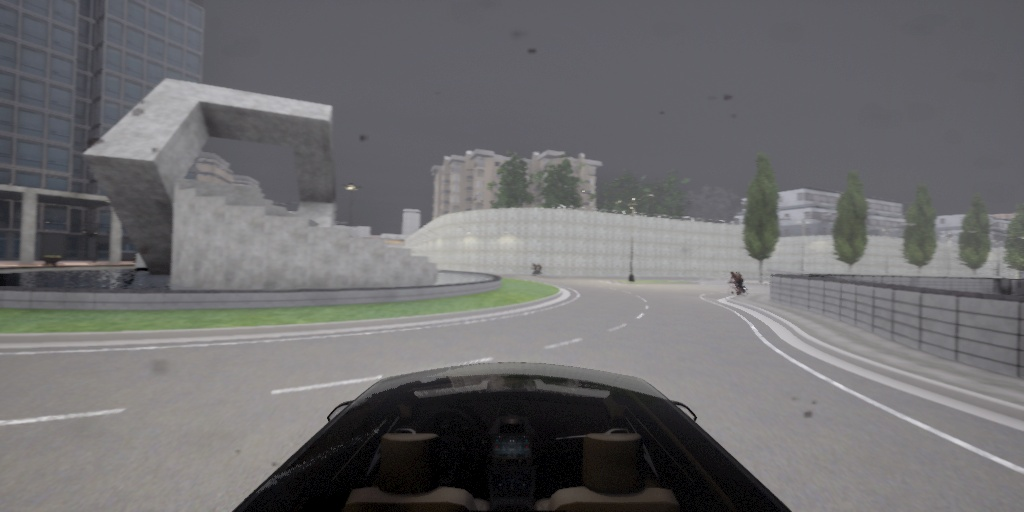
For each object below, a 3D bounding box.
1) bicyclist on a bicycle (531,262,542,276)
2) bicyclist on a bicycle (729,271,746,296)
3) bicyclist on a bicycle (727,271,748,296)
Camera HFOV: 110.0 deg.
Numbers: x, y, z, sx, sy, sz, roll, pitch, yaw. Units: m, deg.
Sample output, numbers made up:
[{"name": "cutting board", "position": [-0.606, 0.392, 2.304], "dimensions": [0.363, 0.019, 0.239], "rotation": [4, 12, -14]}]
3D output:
[{"name": "bicyclist on a bicycle", "position": [3.312, 1.658, 44.460], "dimensions": [0.582, 1.620, 1.656], "rotation": [13, 12, 39]}, {"name": "bicyclist on a bicycle", "position": [15.973, 1.904, 25.402], "dimensions": [0.582, 1.620, 1.656], "rotation": [2, -1, 18]}, {"name": "bicyclist on a bicycle", "position": [13.717, 1.725, 21.907], "dimensions": [1.656, 1.620, 0.582], "rotation": [-5, -9, -20]}]
